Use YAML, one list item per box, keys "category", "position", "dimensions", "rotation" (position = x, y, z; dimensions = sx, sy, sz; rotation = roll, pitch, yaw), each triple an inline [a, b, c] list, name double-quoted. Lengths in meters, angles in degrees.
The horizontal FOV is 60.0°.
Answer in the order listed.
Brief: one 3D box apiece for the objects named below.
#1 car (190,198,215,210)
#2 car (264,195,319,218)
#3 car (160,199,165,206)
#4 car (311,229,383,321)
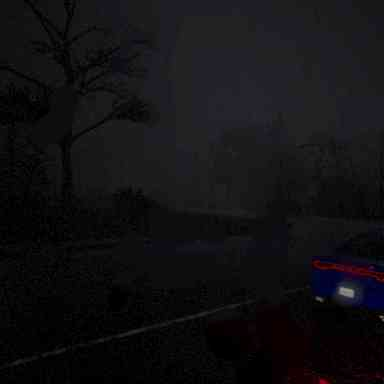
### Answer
- category: "car"
  position: [1.383, 1.605, 45.511]
  dimensions: [1.837, 1.490, 4.892]
  rotation: [0, 0, -27]
- category: "car"
  position: [9.195, 1.270, 31.358]
  dimensions: [2.150, 2.045, 5.566]
  rotation: [0, 0, -31]
- category: "car"
  position: [-6.714, 1.821, 62.662]
  dimensions: [2.033, 1.411, 5.357]
  rotation: [0, -1, -23]
- category: "car"
  position: [4.576, 1.492, 6.868]
  dimensions: [5.008, 1.535, 1.882]
  rotation: [0, 0, -35]
